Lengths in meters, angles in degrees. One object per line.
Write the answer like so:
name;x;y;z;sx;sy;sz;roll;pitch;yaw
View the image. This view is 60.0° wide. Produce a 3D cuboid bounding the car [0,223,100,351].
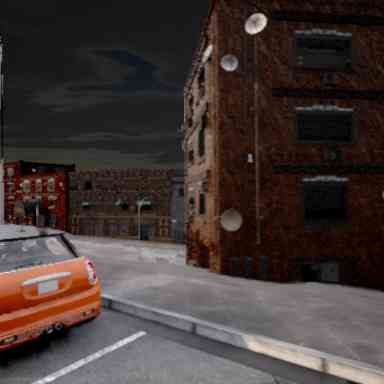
car;-3.758;1.366;5.933;4.553;1.767;2.185;0;0;36
